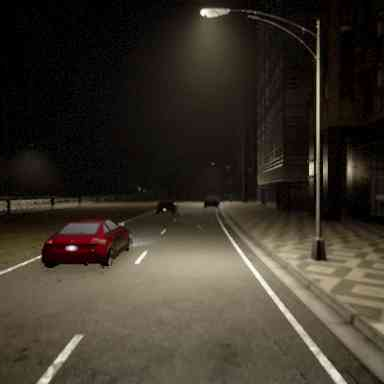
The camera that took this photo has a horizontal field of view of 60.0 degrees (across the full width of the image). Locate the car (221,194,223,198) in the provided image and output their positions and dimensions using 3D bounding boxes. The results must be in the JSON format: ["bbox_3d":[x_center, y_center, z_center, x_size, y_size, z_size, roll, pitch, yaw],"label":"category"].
[{"bbox_3d":[4.158,1.482,61.436,1.882,1.535,5.008,0,0,6],"label":"car"}]

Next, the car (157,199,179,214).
[{"bbox_3d":[-2.526,1.485,35.063,1.837,1.490,4.892,0,0,3],"label":"car"}]

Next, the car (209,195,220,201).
[{"bbox_3d":[5.387,1.415,79.251,2.033,1.411,5.357,0,0,9],"label":"car"}]

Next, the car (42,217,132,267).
[{"bbox_3d":[-3.348,1.545,11.308,1.994,1.385,4.181,0,0,1],"label":"car"}]

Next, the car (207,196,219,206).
[{"bbox_3d":[3.549,1.452,55.734,1.801,1.575,5.366,0,0,6],"label":"car"}]

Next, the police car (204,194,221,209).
[{"bbox_3d":[2.647,1.413,45.820,1.930,1.638,5.238,0,0,5],"label":"police car"}]
